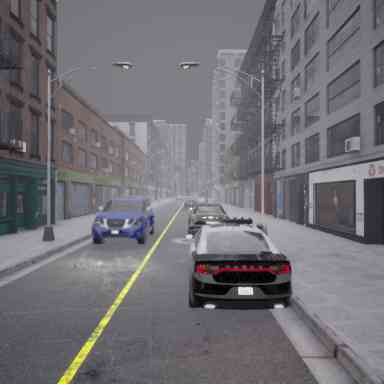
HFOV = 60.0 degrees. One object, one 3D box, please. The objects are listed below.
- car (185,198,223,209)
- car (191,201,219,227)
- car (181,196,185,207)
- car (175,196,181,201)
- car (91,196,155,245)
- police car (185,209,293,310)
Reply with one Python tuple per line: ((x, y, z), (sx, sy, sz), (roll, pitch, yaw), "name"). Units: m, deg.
((0.843, 1.363, 17.926), (2.097, 1.767, 4.553), (0, 0, 0), "car")
((0.824, 1.476, 24.146), (1.801, 1.575, 5.366), (0, 0, 0), "car")
((-0.113, 1.557, 46.858), (2.128, 1.511, 4.902), (0, 0, 0), "car")
((-3.283, 1.712, 87.863), (1.812, 1.442, 4.674), (0, 0, 0), "car")
((-3.050, 1.231, 15.925), (2.150, 2.045, 5.566), (0, 0, 0), "car")
((0.876, 1.429, 8.065), (1.930, 1.638, 5.238), (0, 0, 0), "police car")
